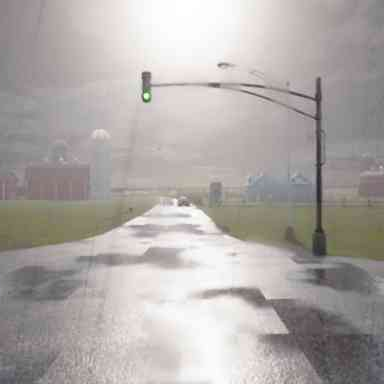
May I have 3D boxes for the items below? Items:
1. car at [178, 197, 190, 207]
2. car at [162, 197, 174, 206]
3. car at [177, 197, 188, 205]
[{"bbox_3d":[-1.326,1.733,55.151,1.895,1.301,4.718,0,0,-3],"label":"car"},{"bbox_3d":[-4.288,1.696,59.172,1.812,1.442,4.674,0,0,-3],"label":"car"},{"bbox_3d":[-1.874,1.674,65.140,1.837,1.490,4.892,0,0,-4],"label":"car"}]
